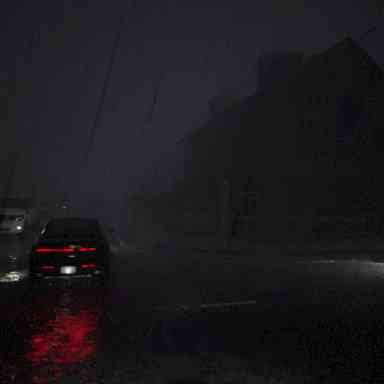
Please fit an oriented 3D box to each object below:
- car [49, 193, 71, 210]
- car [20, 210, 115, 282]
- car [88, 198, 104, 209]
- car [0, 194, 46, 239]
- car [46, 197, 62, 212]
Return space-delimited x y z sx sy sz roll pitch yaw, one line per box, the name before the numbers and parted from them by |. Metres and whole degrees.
car | -14.762 1.160 36.789 2.150 2.045 5.566 2 0 -14
car | -3.340 1.460 9.576 1.837 1.490 4.892 1 -1 -16
car | -13.697 1.574 47.637 2.128 1.511 4.902 2 -1 -9
car | -9.216 1.131 16.934 2.150 2.045 5.566 2 -1 -16
car | -11.968 1.402 26.693 1.882 1.535 5.008 2 -1 -16
